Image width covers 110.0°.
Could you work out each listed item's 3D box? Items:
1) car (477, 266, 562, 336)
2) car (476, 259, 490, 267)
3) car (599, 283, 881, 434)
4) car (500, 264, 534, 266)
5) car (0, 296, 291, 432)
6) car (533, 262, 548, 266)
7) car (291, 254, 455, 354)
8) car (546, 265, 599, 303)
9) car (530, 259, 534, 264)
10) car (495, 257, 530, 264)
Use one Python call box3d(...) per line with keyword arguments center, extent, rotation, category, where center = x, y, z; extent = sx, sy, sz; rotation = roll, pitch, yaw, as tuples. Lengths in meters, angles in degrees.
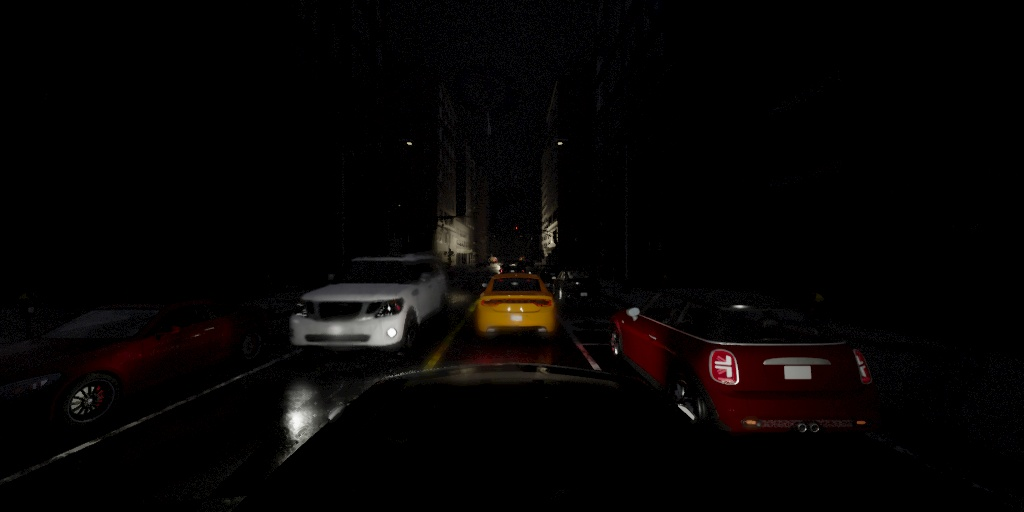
box3d(center=(0.114, 1.228, 10.414), extent=(1.882, 1.535, 5.008), rotation=(0, 0, 0), category="car")
box3d(center=(-5.513, 1.374, 64.650), extent=(1.802, 1.307, 4.207), rotation=(0, 0, 0), category="car")
box3d(center=(2.864, 1.190, 5.526), extent=(1.967, 1.591, 4.097), rotation=(0, 0, 0), category="car")
box3d(center=(0.135, 1.315, 19.403), extent=(1.994, 1.385, 4.181), rotation=(0, 0, 0), category="car")
box3d(center=(-5.661, 1.332, 5.543), extent=(1.802, 1.307, 4.207), rotation=(0, 0, 0), category="car")
box3d(center=(2.906, 1.318, 27.532), extent=(1.948, 1.339, 4.313), rotation=(0, 0, 0), category="car")
box3d(center=(-3.093, 0.971, 9.141), extent=(2.150, 2.045, 5.566), rotation=(0, 0, 1), category="car")
box3d(center=(2.885, 1.301, 16.529), extent=(2.007, 1.370, 4.403), rotation=(0, 0, 0), category="car")
box3d(center=(3.012, 1.232, 64.621), extent=(1.967, 1.591, 4.097), rotation=(0, 0, 0), category="car")
box3d(center=(0.080, 1.105, 28.135), extent=(2.097, 1.767, 4.553), rotation=(0, 0, 1), category="car")
